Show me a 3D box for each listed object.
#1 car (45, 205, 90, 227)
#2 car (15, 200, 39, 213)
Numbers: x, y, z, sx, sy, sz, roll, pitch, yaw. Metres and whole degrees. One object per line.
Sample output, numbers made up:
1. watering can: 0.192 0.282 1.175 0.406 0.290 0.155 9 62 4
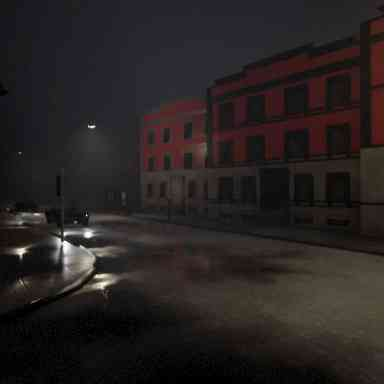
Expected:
1. car: -8.496 1.571 22.518 1.895 1.301 4.718 0 0 -34
2. car: -18.371 1.569 36.934 1.895 1.301 4.718 0 0 -34
